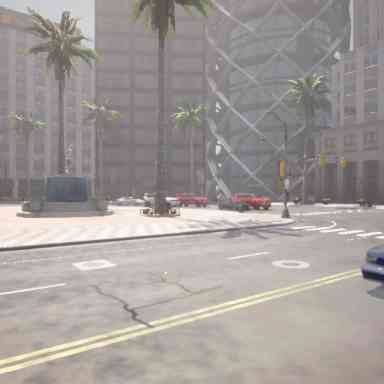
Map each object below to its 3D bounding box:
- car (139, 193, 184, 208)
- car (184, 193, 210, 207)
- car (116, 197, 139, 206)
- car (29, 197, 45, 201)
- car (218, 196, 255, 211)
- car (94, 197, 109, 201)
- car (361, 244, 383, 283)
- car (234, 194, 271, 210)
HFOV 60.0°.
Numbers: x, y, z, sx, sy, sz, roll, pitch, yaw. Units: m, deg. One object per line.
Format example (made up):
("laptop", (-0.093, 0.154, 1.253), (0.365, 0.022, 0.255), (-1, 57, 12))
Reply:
("car", (-4.526, 1.222, 48.766), (5.566, 2.045, 2.150), (0, 0, 26))
("car", (-0.070, 1.221, 50.100), (5.566, 2.045, 2.150), (0, 0, 32))
("car", (-10.052, 1.526, 54.349), (4.674, 1.442, 1.812), (0, 0, 13))
("car", (-27.984, 1.564, 61.633), (4.181, 1.385, 1.994), (0, 0, -10))
("car", (5.098, 1.564, 40.692), (1.994, 1.385, 4.181), (0, 0, -39))
("car", (-18.220, 1.601, 62.516), (4.718, 1.301, 1.895), (0, 0, 1))
("car", (6.357, 1.548, 8.307), (5.357, 1.411, 2.033), (0, 0, -35))
("car", (7.629, 1.221, 43.192), (2.150, 2.045, 5.566), (0, 0, -38))
